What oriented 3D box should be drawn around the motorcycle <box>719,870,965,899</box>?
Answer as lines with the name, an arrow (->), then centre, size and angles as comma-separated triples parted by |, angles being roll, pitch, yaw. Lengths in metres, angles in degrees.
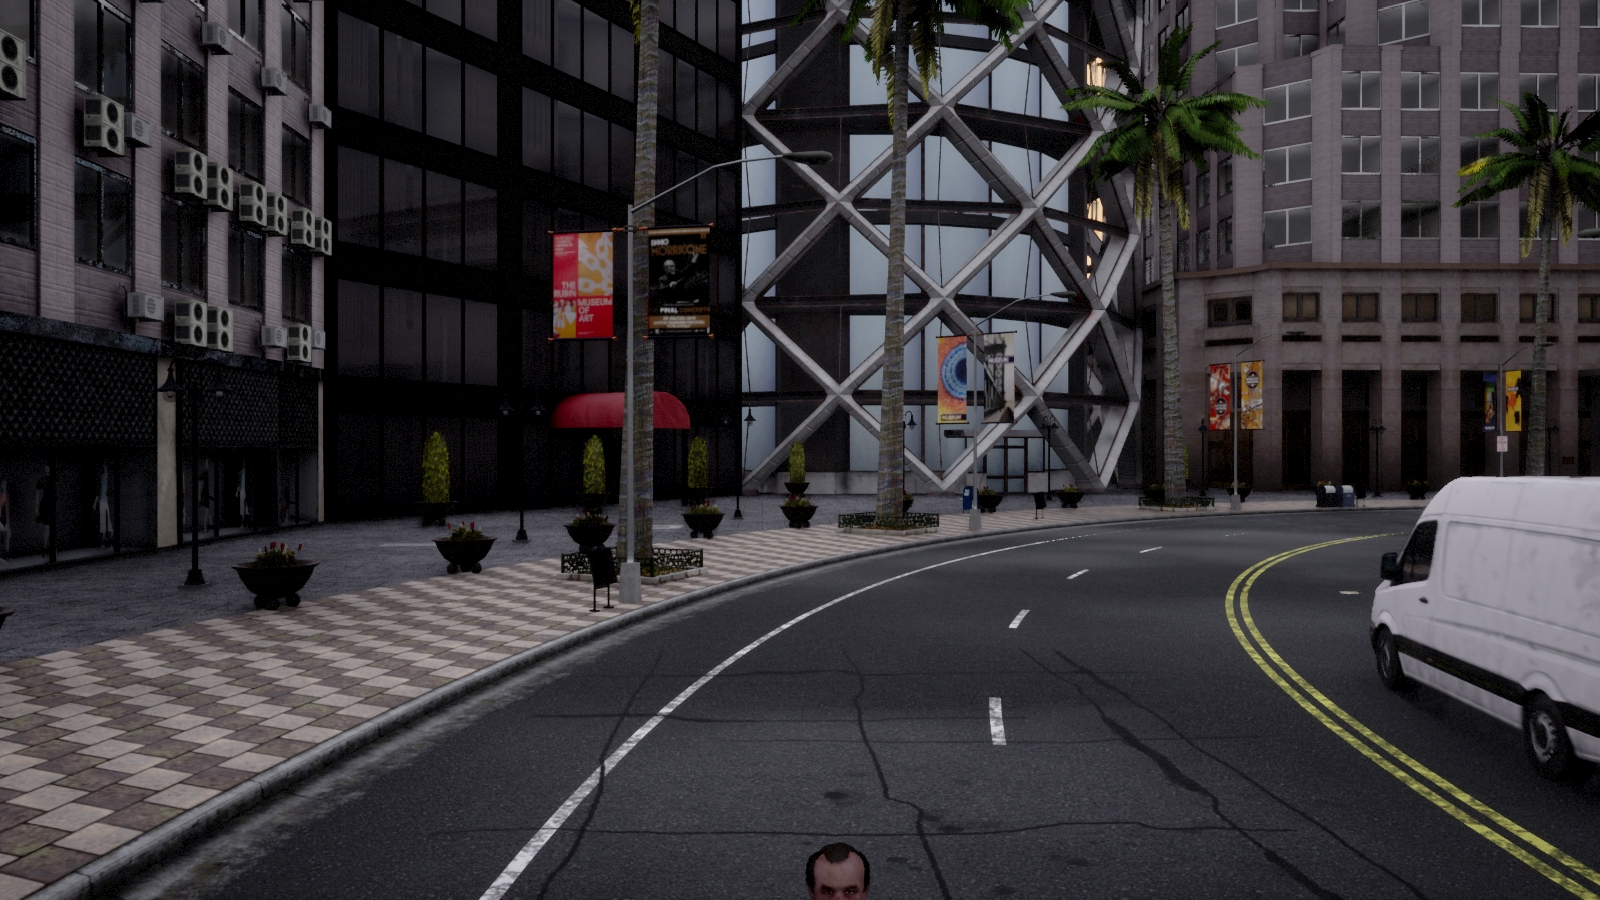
motorcycle -> 0.124, 2.182, 3.338 | 0.856, 1.236, 1.805 | 0, 0, 2

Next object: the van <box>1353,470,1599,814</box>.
van -> 7.545, 1.534, 11.339 | 1.988, 2.561, 5.915 | 0, 0, 8
